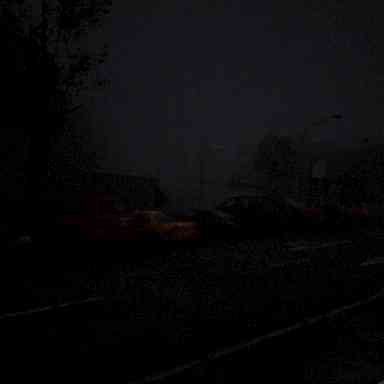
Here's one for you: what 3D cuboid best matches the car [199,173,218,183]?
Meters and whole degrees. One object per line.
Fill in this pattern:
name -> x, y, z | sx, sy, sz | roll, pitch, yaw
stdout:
car -> 4.578, -3.163, 81.811 | 1.946, 1.575, 5.366 | 7, 3, 34

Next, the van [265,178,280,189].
van -> 16.535, -1.476, 64.298 | 1.878, 1.987, 4.442 | 7, 4, 35

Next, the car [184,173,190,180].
car -> 0.940, -3.838, 86.542 | 2.185, 1.767, 4.553 | 6, 3, 34

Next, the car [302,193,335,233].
car -> 5.294, 1.270, 20.180 | 5.566, 2.045, 2.435 | -1, -1, 35

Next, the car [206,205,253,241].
car -> 0.348, 1.549, 16.725 | 4.674, 1.452, 2.002 | -1, -1, 35

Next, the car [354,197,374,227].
car -> 10.246, 1.409, 23.593 | 4.553, 1.767, 2.185 | -1, -1, 35

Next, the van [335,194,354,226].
van -> 7.835, 1.301, 21.847 | 4.442, 1.987, 1.878 | -1, -1, 35

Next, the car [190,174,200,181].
car -> 2.731, -3.686, 84.073 | 2.435, 2.045, 5.566 | 7, 3, 34

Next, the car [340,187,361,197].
car -> 25.178, 0.152, 52.065 | 2.002, 1.452, 4.674 | 7, 3, 35

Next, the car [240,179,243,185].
car -> 11.411, -2.030, 71.829 | 2.002, 1.452, 4.674 | 7, 4, 35

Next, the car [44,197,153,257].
car -> -4.583, 1.246, 13.277 | 5.566, 2.045, 2.435 | -1, -1, 35

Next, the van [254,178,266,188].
van -> 14.810, -1.750, 66.772 | 1.878, 1.987, 4.442 | 7, 4, 35

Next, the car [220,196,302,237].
car -> 2.778, 1.264, 18.479 | 5.566, 2.045, 2.435 | -1, -1, 35

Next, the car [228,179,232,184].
car -> 9.672, -2.303, 74.293 | 2.002, 1.452, 4.674 | 7, 3, 35

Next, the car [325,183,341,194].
car -> 23.491, -0.411, 54.540 | 2.435, 2.045, 5.566 | 7, 3, 35

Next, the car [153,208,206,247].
car -> -2.261, 1.502, 15.101 | 5.366, 1.575, 1.946 | -1, -1, 35

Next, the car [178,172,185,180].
car -> -0.786, -4.073, 89.014 | 2.185, 1.767, 4.553 | 4, 1, 34

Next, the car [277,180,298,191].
car -> 18.291, -0.978, 61.933 | 2.231, 1.521, 4.892 | 7, 3, 35

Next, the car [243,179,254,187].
car -> 13.239, -1.798, 69.505 | 1.946, 1.575, 5.366 | 7, 3, 35

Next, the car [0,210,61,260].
car -> -7.030, 1.521, 11.535 | 4.792, 1.488, 2.163 | -1, -1, 35

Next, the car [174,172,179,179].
car -> -2.554, -4.350, 91.364 | 2.435, 2.045, 5.566 | 1, -1, 34
